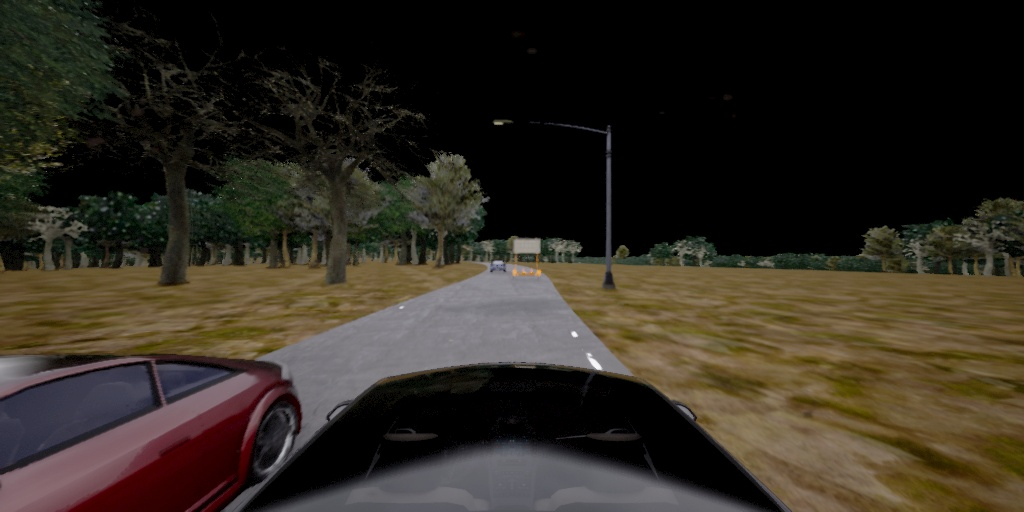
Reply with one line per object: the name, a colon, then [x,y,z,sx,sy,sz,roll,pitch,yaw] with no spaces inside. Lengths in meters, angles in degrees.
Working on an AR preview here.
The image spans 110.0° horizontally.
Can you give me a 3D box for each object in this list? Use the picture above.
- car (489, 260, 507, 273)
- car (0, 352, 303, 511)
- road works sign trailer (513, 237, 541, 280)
car: [-1.612,1.257,42.710,1.812,1.442,4.674,0,0,0]
car: [-3.057,1.308,1.820,1.994,1.385,4.181,0,0,0]
road works sign trailer: [1.247,0.207,30.633,2.380,3.560,2.880,0,0,2]
